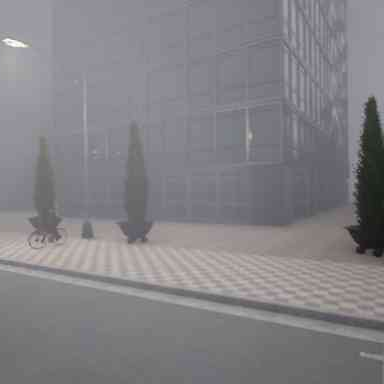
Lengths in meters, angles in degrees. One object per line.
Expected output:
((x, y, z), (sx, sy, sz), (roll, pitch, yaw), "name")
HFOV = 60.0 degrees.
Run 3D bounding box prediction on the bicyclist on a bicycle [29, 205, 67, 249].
((-5.463, 1.311, 12.678), (0.582, 1.620, 1.656), (-1, 0, 31), "bicyclist on a bicycle")
